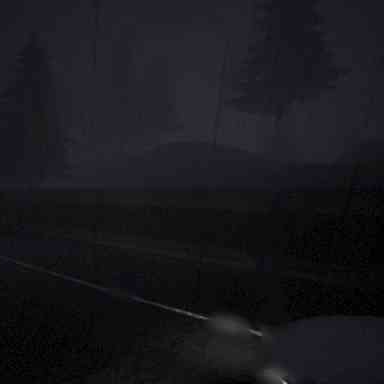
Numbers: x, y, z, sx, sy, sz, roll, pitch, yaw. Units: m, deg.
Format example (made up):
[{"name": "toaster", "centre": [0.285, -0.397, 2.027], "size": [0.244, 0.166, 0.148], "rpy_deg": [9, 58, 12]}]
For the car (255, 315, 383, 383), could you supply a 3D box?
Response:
[{"name": "car", "centre": [2.711, 1.534, 2.140], "size": [4.674, 1.442, 1.812], "rpy_deg": [0, 0, 35]}]
